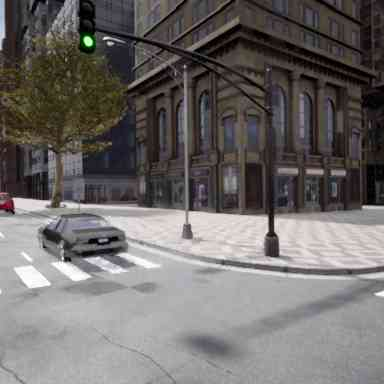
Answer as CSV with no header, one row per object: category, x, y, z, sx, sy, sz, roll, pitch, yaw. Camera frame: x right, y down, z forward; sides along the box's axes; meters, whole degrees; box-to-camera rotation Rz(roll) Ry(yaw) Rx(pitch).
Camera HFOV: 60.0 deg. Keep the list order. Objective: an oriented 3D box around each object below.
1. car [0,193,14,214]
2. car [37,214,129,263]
car,-19.138,1.129,33.000,2.150,2.045,5.566,-1,1,-36
car,-4.125,1.499,12.016,2.033,1.411,5.357,-1,1,-36
